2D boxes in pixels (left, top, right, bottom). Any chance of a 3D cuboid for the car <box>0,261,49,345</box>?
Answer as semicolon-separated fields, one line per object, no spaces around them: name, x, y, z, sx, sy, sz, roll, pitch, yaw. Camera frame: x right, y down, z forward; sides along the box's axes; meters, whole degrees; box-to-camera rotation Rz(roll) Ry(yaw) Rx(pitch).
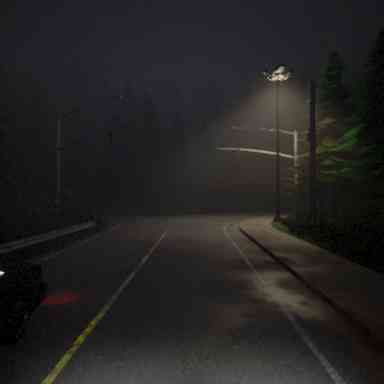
car;-3.549;1.572;3.753;2.033;1.411;5.357;0;0;1
